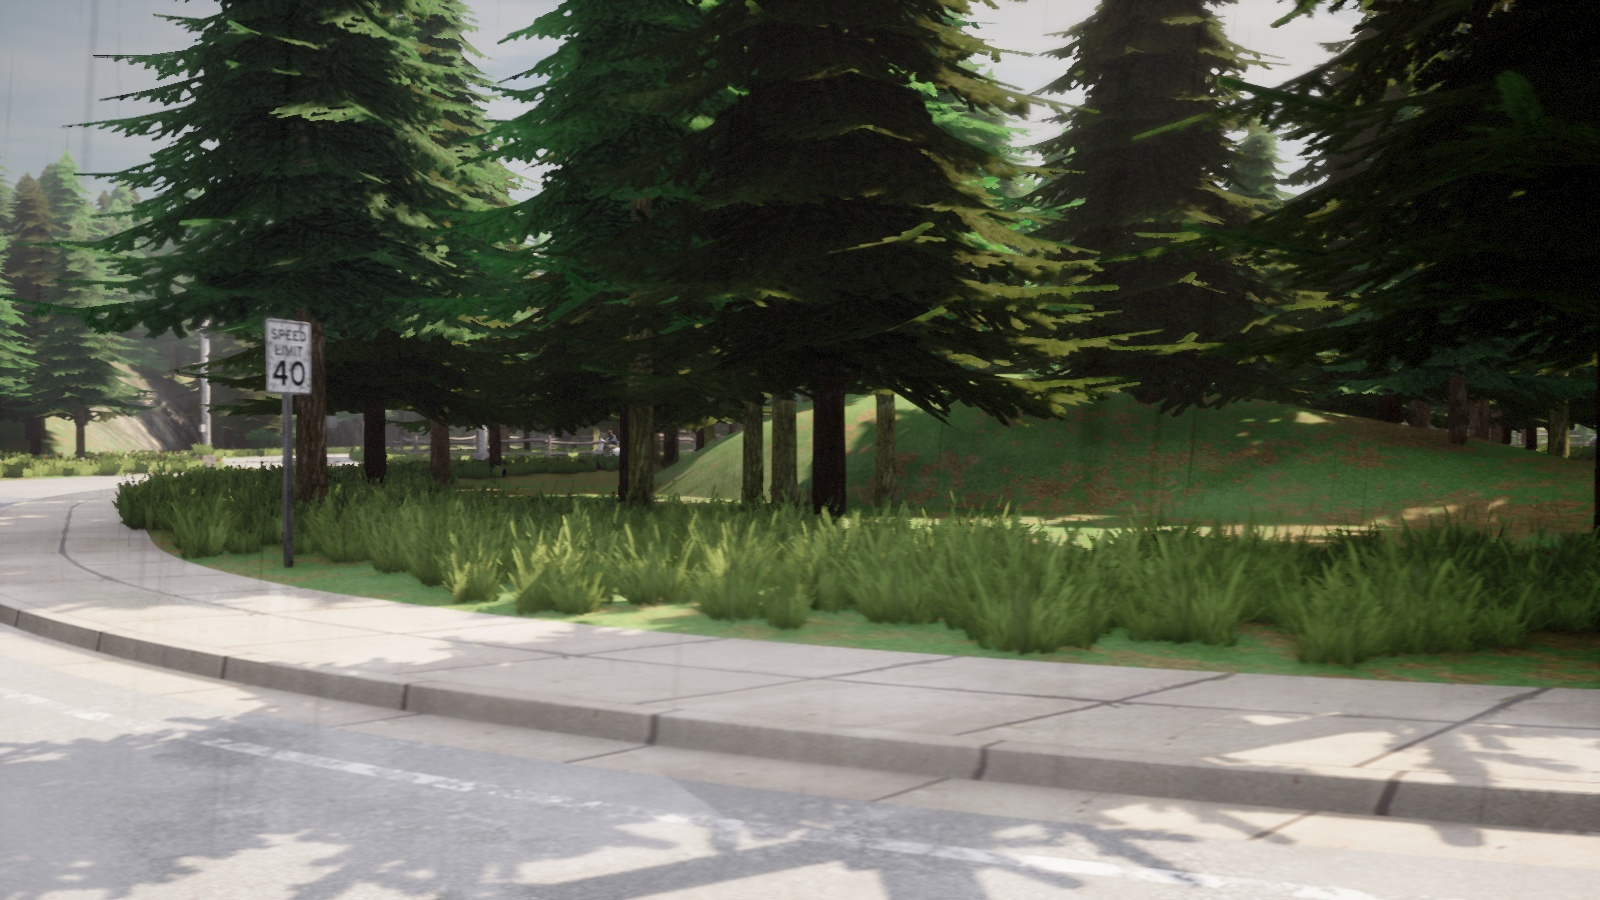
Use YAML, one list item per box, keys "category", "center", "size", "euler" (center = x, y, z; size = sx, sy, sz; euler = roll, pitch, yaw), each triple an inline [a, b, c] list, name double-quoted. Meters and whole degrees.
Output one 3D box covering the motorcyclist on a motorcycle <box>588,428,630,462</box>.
- category: "motorcyclist on a motorcycle"
  center: [-9.228, -0.245, 60.736]
  size: [1.817, 1.590, 0.866]
  euler: [0, 1, -32]
